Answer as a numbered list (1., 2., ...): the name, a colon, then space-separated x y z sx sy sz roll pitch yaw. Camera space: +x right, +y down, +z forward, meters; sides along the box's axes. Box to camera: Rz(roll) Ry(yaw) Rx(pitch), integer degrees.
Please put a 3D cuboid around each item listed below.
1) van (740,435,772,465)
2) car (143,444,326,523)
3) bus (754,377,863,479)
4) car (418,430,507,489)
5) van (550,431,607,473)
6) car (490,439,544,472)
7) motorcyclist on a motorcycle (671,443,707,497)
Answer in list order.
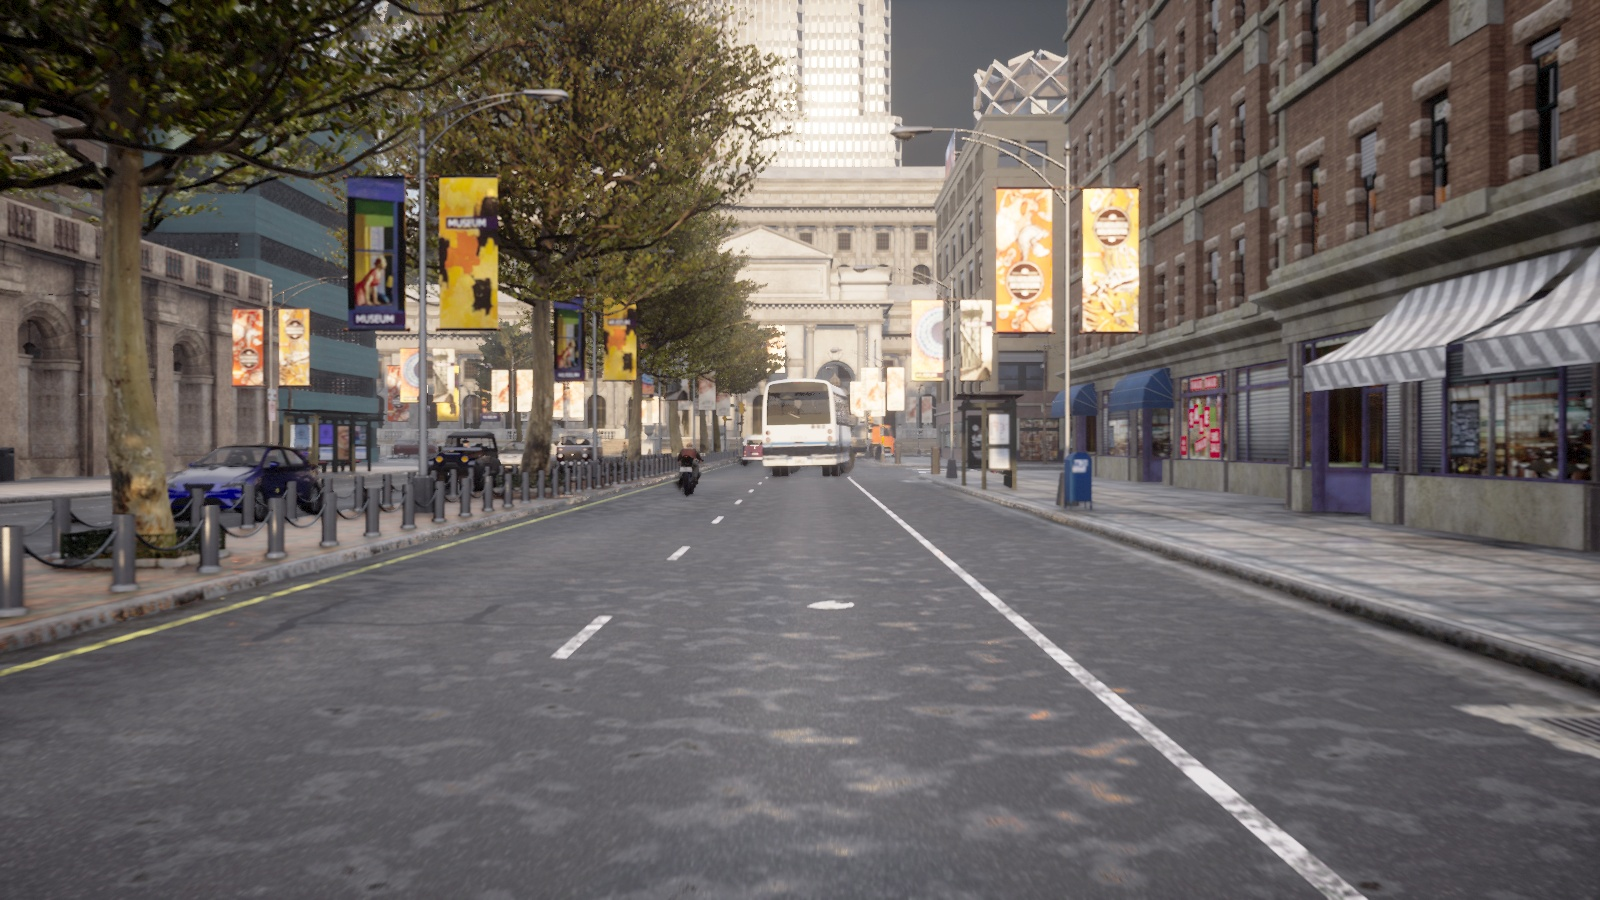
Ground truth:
1. van: -2.995 -0.019 86.347 2.069 2.038 4.480 0 0 0
2. car: -11.340 0.607 25.540 1.816 1.474 4.193 0 0 0
3. bus: 0.614 -0.962 59.060 3.944 4.253 10.273 -1 0 7
4. car: -11.246 0.296 42.093 1.905 1.878 3.866 0 0 0
5. van: -11.125 0.103 63.467 2.069 2.038 4.480 0 0 0
6. car: -14.616 0.267 65.002 1.851 1.617 3.988 0 0 0
7. motorcyclist on a motorcycle: -3.274 0.569 37.179 0.866 1.530 2.191 0 0 0
